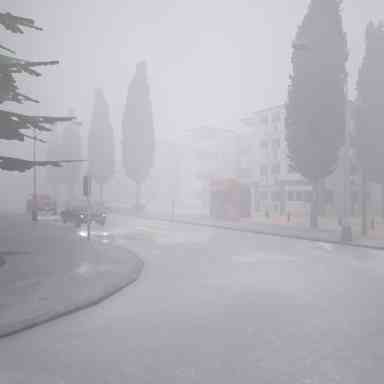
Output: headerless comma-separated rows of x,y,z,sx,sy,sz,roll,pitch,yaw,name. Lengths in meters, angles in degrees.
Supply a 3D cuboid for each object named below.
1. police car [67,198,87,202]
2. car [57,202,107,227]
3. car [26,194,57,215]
-12.845,1.509,37.331,2.038,1.542,4.974,0,0,-36,police car
-7.561,1.601,22.977,1.895,1.301,4.718,0,0,-36,car
-15.335,1.223,33.787,2.150,2.045,5.566,0,0,-36,car
